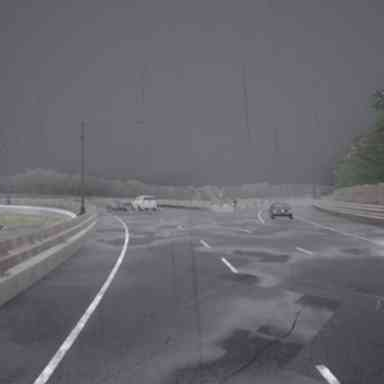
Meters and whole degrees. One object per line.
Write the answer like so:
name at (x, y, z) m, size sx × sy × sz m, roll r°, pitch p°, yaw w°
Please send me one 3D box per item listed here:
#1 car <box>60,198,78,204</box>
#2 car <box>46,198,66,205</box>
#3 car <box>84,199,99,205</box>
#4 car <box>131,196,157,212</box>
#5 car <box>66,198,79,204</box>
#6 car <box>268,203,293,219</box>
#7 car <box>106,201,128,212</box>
car at (-30.157, 2.119, 81.498) m, size 4.718 × 1.301 × 1.895 m, roll -1°, pitch 0°, yaw 39°
car at (-29.485, 2.102, 71.206) m, size 5.008 × 1.535 × 1.882 m, roll -1°, pitch 0°, yaw 45°
car at (-22.799, 2.194, 74.354) m, size 4.718 × 1.301 × 1.895 m, roll -1°, pitch 0°, yaw 45°
car at (-6.446, 1.528, 44.217) m, size 2.150 × 2.045 × 5.566 m, roll 0°, pitch -1°, yaw -25°
car at (-26.777, 2.099, 73.441) m, size 5.008 × 1.535 × 1.882 m, roll -1°, pitch 0°, yaw 45°
car at (8.009, 1.669, 30.225) m, size 2.033 × 1.411 × 5.357 m, roll -1°, pitch 0°, yaw 10°
car at (-9.933, 1.874, 43.565) m, size 2.033 × 1.411 × 5.357 m, roll 0°, pitch 0°, yaw -26°
